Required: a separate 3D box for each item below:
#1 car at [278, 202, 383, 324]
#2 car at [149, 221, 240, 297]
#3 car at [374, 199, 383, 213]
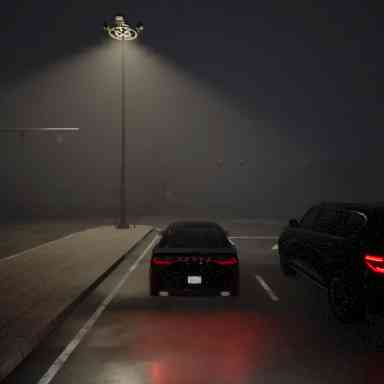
[{"bbox_3d":[3.566,1.221,7.287,2.150,2.045,5.566,0,0,0],"label":"car"},{"bbox_3d":[0.063,1.478,8.634,1.882,1.535,5.008,0,0,0],"label":"car"},{"bbox_3d":[22.894,1.491,36.292,4.902,1.511,2.128,0,0,-1],"label":"car"}]
